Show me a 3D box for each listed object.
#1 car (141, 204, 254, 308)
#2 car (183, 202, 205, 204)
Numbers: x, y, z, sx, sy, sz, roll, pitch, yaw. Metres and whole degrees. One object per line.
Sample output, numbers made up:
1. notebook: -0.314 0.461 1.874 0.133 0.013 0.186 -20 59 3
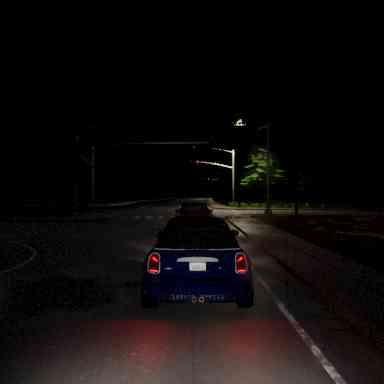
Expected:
1. car: 0.101 1.347 8.060 2.097 1.767 4.553 0 0 0
2. car: 0.106 1.337 18.181 2.097 1.767 4.553 0 0 0
